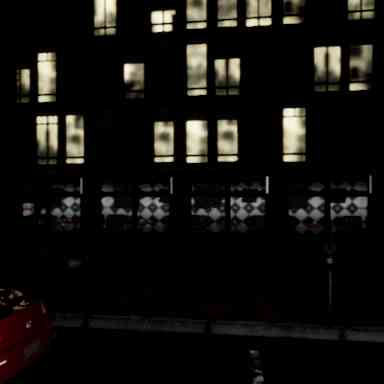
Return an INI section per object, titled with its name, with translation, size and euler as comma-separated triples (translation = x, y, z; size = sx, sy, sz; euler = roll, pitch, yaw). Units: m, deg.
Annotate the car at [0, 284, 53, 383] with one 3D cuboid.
[car]
translation = -3.800, 1.564, 3.885
size = 4.206, 1.307, 1.802
euler = 0, 0, 7
